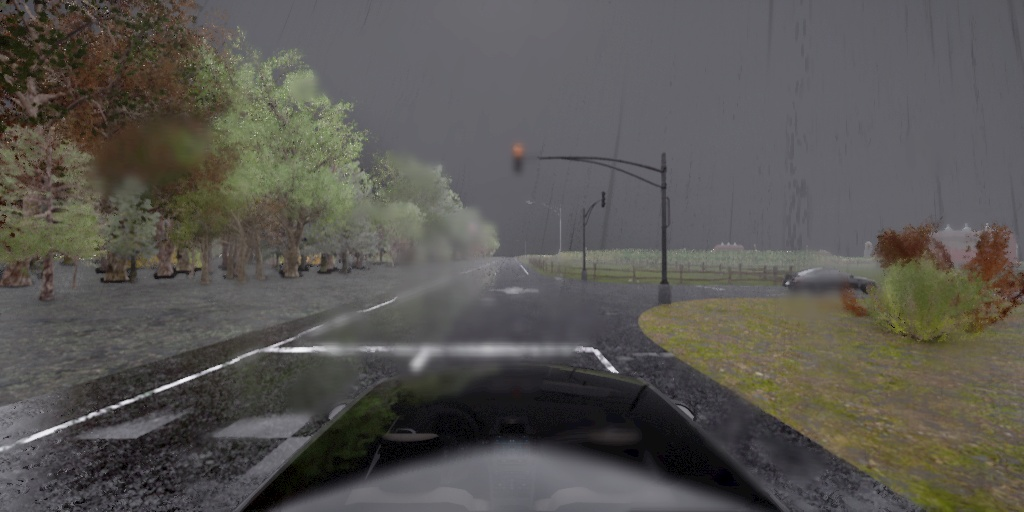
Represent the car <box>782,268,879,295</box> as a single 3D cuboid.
[{"bbox_3d":[18.315,1.432,20.759,4.674,1.442,1.812,1,-1,0],"label":"car"}]
